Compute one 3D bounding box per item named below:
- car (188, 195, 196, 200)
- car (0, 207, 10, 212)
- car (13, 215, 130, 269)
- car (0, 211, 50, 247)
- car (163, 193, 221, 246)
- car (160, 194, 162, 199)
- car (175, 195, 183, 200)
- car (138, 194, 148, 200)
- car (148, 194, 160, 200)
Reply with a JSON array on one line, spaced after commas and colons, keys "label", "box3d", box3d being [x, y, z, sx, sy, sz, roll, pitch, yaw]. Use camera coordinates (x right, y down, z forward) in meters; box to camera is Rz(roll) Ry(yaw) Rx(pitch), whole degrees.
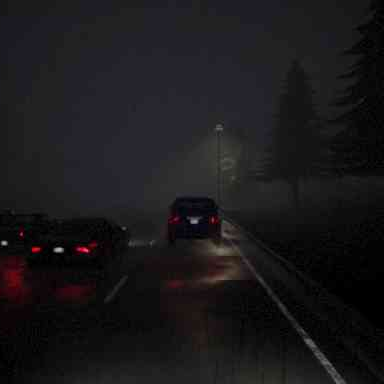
[{"label": "car", "box3d": [0.011, 1.458, 93.479, 1.994, 1.385, 4.181, 0, 0, 0]}, {"label": "car", "box3d": [-10.405, 1.207, 15.169, 2.150, 2.045, 5.566, 0, 0, 0]}, {"label": "car", "box3d": [-3.415, 1.537, 11.051, 2.033, 1.411, 5.357, 0, 0, 0]}, {"label": "car", "box3d": [-6.907, 1.587, 14.521, 1.895, 1.301, 4.718, 0, 0, 0]}, {"label": "car", "box3d": [0.094, 1.207, 15.237, 2.150, 2.045, 5.566, 0, 0, 0]}, {"label": "car", "box3d": [-6.990, 1.448, 92.710, 2.033, 1.411, 5.357, 0, 0, 0]}, {"label": "car", "box3d": [-3.490, 1.447, 92.710, 2.033, 1.411, 5.357, 0, 0, 0]}, {"label": "car", "box3d": [-13.990, 1.424, 93.161, 1.812, 1.442, 4.674, 0, 0, 0]}, {"label": "car", "box3d": [-10.490, 1.424, 93.161, 1.812, 1.442, 4.674, 0, 0, 0]}]
